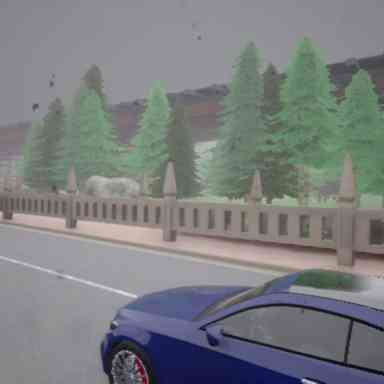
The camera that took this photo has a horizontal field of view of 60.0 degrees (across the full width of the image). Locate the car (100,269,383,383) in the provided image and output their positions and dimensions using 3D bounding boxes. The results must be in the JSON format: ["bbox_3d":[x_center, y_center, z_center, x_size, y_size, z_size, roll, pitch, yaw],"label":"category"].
[{"bbox_3d":[1.154,1.515,3.175,4.674,1.442,1.812,1,1,36],"label":"car"}]
